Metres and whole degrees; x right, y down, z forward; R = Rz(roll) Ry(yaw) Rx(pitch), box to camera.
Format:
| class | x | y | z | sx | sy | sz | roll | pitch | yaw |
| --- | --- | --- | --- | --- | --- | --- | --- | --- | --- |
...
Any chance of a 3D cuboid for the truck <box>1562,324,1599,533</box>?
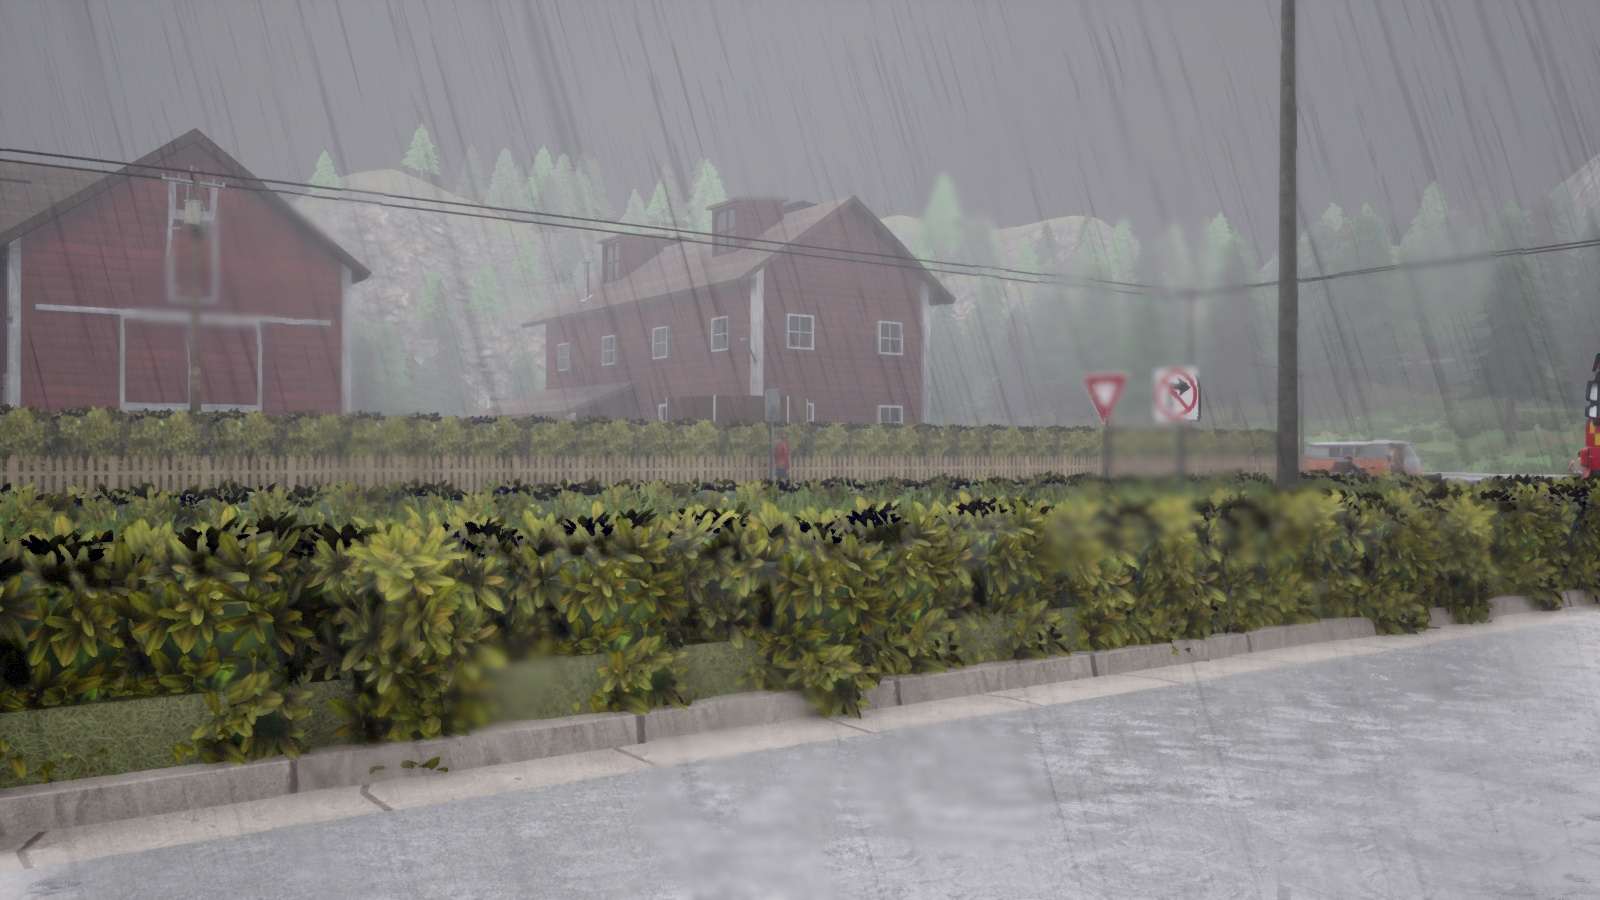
| class | x | y | z | sx | sy | sz | roll | pitch | yaw |
| --- | --- | --- | --- | --- | --- | --- | --- | --- | --- |
| truck | 16.451 | -0.406 | 19.999 | 2.891 | 3.827 | 8.468 | 0 | 0 | -5 |

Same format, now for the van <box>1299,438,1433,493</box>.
| class | x | y | z | sx | sy | sz | roll | pitch | yaw |
| --- | --- | --- | --- | --- | --- | --- | --- | --- | --- |
| van | 21.220 | 0.568 | 47.288 | 1.775 | 1.987 | 4.442 | 0 | 0 | -28 |

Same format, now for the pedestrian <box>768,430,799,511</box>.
| class | x | y | z | sx | sy | sz | roll | pitch | yaw |
| --- | --- | --- | --- | --- | --- | --- | --- | --- | --- |
| pedestrian | -0.393 | 0.472 | 29.234 | 0.636 | 1.846 | 0.331 | 0 | 0 | -33 |

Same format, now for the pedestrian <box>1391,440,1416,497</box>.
| class | x | y | z | sx | sy | sz | roll | pitch | yaw |
| --- | --- | --- | --- | --- | --- | --- | --- | --- | --- |
| pedestrian | 19.502 | 0.592 | 40.568 | 0.331 | 1.846 | 0.634 | 0 | 0 | -34 |

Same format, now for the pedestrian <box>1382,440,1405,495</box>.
| class | x | y | z | sx | sy | sz | roll | pitch | yaw |
| --- | --- | --- | --- | --- | --- | --- | --- | --- | --- |
| pedestrian | 19.837 | 0.591 | 41.965 | 0.345 | 1.836 | 0.594 | 0 | 0 | -28 |
